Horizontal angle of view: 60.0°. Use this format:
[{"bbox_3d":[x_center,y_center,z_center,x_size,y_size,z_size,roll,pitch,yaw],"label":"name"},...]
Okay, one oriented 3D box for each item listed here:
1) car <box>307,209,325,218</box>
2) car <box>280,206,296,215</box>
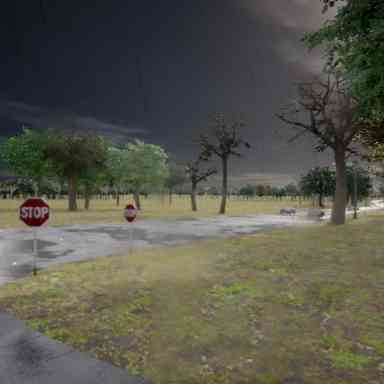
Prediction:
[{"bbox_3d":[20.246,3.432,54.272,2.033,1.411,5.357,1,-1,32],"label":"car"},{"bbox_3d":[18.140,3.470,62.859,1.812,1.442,4.674,1,-1,36],"label":"car"}]
